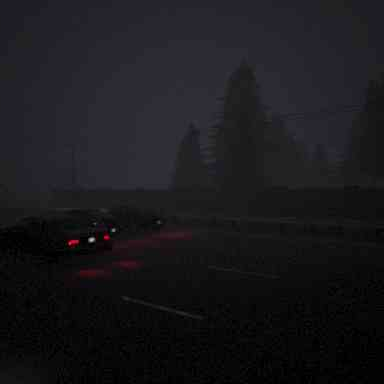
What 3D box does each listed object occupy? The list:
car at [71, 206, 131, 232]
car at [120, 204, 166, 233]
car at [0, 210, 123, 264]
[{"bbox_3d":[-5.406,1.518,16.359,4.674,1.442,1.812,0,0,36],"label":"car"},{"bbox_3d":[-3.785,1.470,19.505,5.008,1.535,1.882,1,0,36],"label":"car"},{"bbox_3d":[-5.157,1.542,11.856,5.357,1.411,2.033,0,0,36],"label":"car"}]
